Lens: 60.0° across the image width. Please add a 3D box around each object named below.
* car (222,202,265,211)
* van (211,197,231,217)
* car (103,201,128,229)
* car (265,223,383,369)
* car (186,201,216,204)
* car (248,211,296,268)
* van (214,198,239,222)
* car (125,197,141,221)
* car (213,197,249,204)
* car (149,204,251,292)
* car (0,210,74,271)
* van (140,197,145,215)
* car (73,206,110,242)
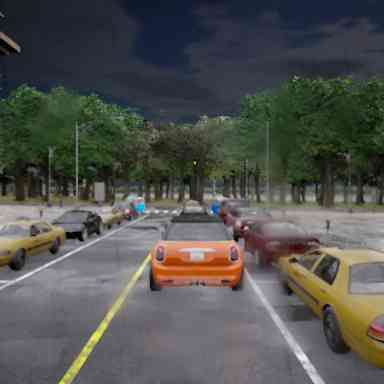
[{"bbox_3d":[2.782,1.475,16.641,1.967,1.590,4.097,0,0,0],"label":"car"},{"bbox_3d":[2.805,1.414,32.955,1.690,1.788,3.998,0,0,0],"label":"van"},{"bbox_3d":[-5.735,1.572,21.921,1.752,1.417,4.829,0,0,0],"label":"car"},{"bbox_3d":[2.768,1.538,5.936,1.752,1.417,4.829,0,0,0],"label":"car"},{"bbox_3d":[0.127,1.535,20.557,2.128,1.511,4.902,0,0,0],"label":"car"},{"bbox_3d":[2.775,1.568,11.204,1.887,1.381,4.507,0,0,0],"label":"car"},{"bbox_3d":[2.798,1.401,27.517,1.690,1.788,3.998,0,0,0],"label":"van"},{"bbox_3d":[-5.728,1.500,27.529,1.967,1.590,4.097,0,0,0],"label":"car"},{"bbox_3d":[2.790,1.362,22.080,2.192,1.841,5.009,0,0,0],"label":"car"},{"bbox_3d":[0.111,1.371,9.119,2.097,1.767,4.553,0,0,0],"label":"car"},{"bbox_3d":[-5.751,1.548,11.046,1.752,1.417,4.829,0,0,0],"label":"car"},{"bbox_3d":[-5.720,1.413,32.967,1.690,1.788,3.998,0,0,0],"label":"van"},{"bbox_3d":[-5.743,1.601,16.653,1.947,1.339,4.313,0,0,0],"label":"car"}]
